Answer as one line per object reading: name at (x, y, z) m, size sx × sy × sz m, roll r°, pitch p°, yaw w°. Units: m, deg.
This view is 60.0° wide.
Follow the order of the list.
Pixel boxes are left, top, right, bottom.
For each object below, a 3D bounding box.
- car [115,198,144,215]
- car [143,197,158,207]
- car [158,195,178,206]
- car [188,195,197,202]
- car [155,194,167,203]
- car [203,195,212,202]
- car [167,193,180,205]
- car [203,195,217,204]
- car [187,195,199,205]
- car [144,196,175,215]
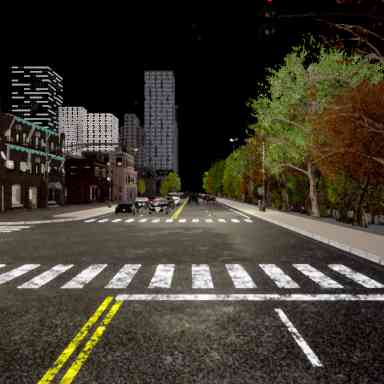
car at (-6.527, 1.554, 33.962) m, size 1.994 × 1.385 × 4.181 m, roll 0°, pitch 0°, yaw 0°
car at (-6.472, 1.507, 52.719) m, size 1.812 × 1.442 × 4.674 m, roll 0°, pitch 0°, yaw 0°
car at (-3.248, 1.490, 44.511) m, size 1.837 × 1.490 × 4.892 m, roll 0°, pitch 0°, yaw 0°
car at (0.146, 1.494, 74.630) m, size 1.812 × 1.442 × 4.674 m, roll 0°, pitch 0°, yaw 0°
car at (-6.368, 1.327, 68.293) m, size 2.097 × 1.767 × 4.553 m, roll 0°, pitch 0°, yaw 0°
car at (3.392, 1.448, 74.292) m, size 1.882 × 1.535 × 5.008 m, roll 0°, pitch 0°, yaw 0°
car at (-3.211, 1.202, 55.236) m, size 2.150 × 2.045 × 5.566 m, roll 0°, pitch 0°, yaw 1°
car at (3.466, 1.466, 60.534) m, size 2.128 × 1.511 × 4.902 m, roll 0°, pitch 0°, yaw 0°
car at (0.217, 1.481, 60.332) m, size 1.837 × 1.490 × 4.892 m, roll 0°, pitch 0°, yaw 0°
car at (-3.275, 1.481, 34.270) m, size 2.128 × 1.511 × 4.902 m, roll 0°, pitch 0°, yaw 0°
